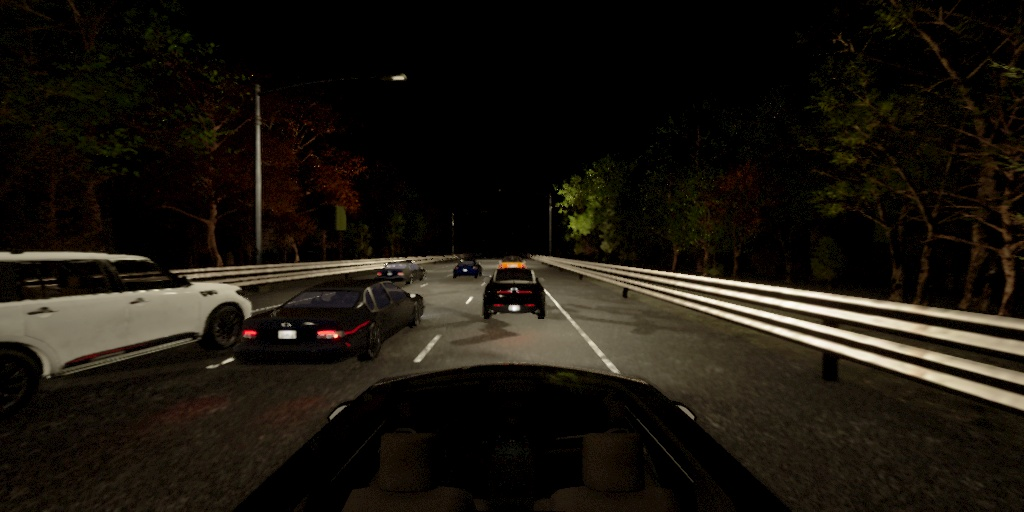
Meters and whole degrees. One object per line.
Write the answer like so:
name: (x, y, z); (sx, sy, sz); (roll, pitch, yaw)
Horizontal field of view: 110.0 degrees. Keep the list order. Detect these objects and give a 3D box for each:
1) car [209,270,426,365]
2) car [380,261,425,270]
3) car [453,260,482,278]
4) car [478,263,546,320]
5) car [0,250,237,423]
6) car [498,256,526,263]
car: (-3.441, 1.223, 8.018); (2.033, 1.411, 5.357); (0, 1, 0)
car: (-6.978, 1.043, 23.003); (2.033, 1.411, 5.357); (0, 1, 0)
car: (-3.473, 0.991, 28.655); (1.994, 1.385, 4.181); (0, 1, 0)
car: (0.068, 1.131, 12.019); (1.837, 1.490, 4.892); (0, 0, 0)
car: (-6.951, 0.928, 5.625); (2.150, 2.045, 5.566); (0, 1, 2)
car: (0.028, 0.791, 27.701); (2.097, 1.767, 4.553); (0, 1, 0)
